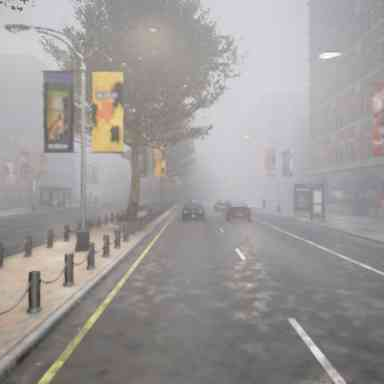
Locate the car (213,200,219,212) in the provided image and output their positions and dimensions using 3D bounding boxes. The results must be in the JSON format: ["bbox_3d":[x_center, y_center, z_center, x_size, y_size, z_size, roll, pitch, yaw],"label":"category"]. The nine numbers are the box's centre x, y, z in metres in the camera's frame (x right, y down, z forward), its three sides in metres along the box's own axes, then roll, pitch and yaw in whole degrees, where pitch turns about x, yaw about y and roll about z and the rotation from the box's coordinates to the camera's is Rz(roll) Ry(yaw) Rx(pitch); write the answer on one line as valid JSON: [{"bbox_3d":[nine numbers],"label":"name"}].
[{"bbox_3d":[3.624,1.576,39.297,1.994,1.385,4.181,0,0,1],"label":"car"}]

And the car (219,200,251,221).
[{"bbox_3d":[3.556,1.486,26.934,1.882,1.535,5.008,0,0,0],"label":"car"}]

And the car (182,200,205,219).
[{"bbox_3d":[0.105,1.609,28.562,1.895,1.301,4.718,0,0,0],"label":"car"}]
